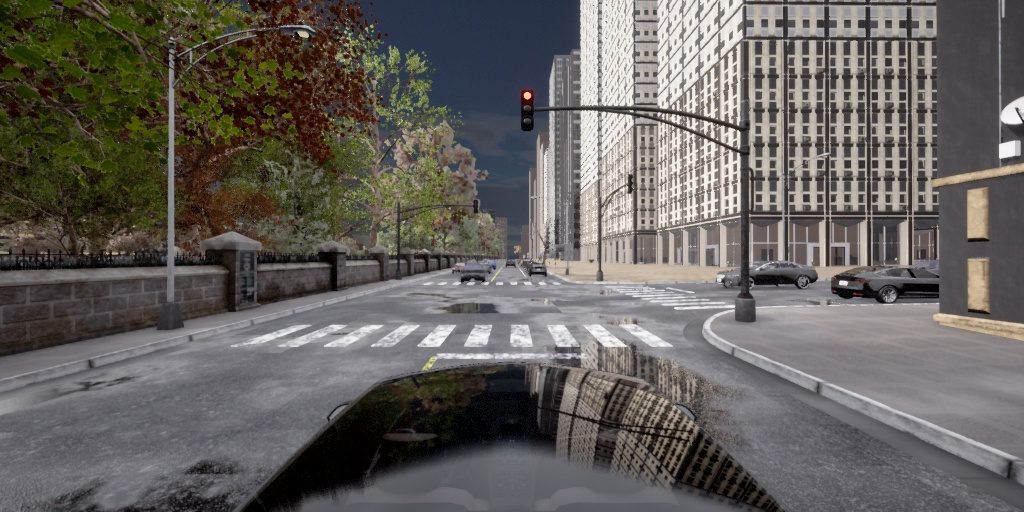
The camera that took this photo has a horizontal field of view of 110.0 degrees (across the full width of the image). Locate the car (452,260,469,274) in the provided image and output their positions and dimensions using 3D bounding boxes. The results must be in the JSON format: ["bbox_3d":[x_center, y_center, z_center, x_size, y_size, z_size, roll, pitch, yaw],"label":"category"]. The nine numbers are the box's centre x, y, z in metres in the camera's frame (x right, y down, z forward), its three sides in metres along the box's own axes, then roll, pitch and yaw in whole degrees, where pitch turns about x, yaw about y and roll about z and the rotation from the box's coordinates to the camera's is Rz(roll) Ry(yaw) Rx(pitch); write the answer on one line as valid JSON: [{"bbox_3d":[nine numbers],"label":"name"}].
[{"bbox_3d":[-5.897,1.351,41.697,1.802,1.307,4.207,0,0,0],"label":"car"}]

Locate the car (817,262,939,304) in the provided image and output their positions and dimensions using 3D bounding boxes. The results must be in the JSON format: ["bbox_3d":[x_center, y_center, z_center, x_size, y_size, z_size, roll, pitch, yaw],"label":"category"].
[{"bbox_3d":[14.627,1.026,13.590,4.313,1.339,1.948,0,0,-1],"label":"car"}]

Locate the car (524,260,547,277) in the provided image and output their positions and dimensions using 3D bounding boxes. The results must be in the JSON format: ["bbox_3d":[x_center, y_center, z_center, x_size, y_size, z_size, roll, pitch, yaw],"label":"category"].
[{"bbox_3d":[2.513,1.331,36.109,1.948,1.339,4.313,0,0,0],"label":"car"}]

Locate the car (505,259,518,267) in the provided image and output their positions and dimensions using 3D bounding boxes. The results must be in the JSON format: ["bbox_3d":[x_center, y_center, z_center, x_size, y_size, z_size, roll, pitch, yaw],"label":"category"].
[{"bbox_3d":[-0.228,1.299,65.141,1.837,1.490,4.892,0,0,0],"label":"car"}]

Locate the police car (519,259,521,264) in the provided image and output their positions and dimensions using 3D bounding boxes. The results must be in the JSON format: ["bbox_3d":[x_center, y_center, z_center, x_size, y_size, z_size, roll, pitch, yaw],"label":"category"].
[{"bbox_3d":[2.809,1.218,64.533,1.930,1.638,5.238,0,0,0],"label":"police car"}]

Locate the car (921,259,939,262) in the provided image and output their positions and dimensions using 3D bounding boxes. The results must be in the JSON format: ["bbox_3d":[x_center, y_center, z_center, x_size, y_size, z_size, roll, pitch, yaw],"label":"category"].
[{"bbox_3d":[23.470,0.881,19.479,5.357,1.411,2.033,-1,0,-1],"label":"car"}]

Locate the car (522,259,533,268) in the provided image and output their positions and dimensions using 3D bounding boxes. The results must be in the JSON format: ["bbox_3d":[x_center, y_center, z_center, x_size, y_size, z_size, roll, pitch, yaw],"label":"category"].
[{"bbox_3d":[2.483,1.335,41.741,1.948,1.339,4.313,0,0,0],"label":"car"}]

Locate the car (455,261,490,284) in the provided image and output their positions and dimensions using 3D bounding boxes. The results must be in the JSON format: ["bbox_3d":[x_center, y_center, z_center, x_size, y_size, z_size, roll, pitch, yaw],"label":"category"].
[{"bbox_3d":[-2.977,1.307,27.526,2.033,1.411,5.357,0,0,-5],"label":"car"}]

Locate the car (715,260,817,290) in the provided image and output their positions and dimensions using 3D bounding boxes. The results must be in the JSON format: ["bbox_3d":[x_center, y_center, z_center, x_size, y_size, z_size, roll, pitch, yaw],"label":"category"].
[{"bbox_3d":[13.651,0.993,19.384,4.902,1.511,2.128,-1,0,0],"label":"car"}]

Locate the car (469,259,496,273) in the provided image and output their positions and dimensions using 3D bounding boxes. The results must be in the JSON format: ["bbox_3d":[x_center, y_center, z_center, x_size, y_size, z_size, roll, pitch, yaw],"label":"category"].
[{"bbox_3d":[-3.298,1.258,40.544,2.128,1.511,4.902,0,0,0],"label":"car"}]

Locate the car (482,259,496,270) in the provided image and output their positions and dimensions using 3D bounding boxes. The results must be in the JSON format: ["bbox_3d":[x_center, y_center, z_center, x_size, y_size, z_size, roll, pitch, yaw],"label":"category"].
[{"bbox_3d":[-3.356,1.258,53.473,1.882,1.535,5.008,0,0,0],"label":"car"}]

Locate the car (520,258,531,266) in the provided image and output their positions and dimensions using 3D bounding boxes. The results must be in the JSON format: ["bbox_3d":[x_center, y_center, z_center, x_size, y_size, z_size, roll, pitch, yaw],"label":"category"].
[{"bbox_3d":[2.454,1.339,47.374,1.948,1.339,4.313,0,0,0],"label":"car"}]
